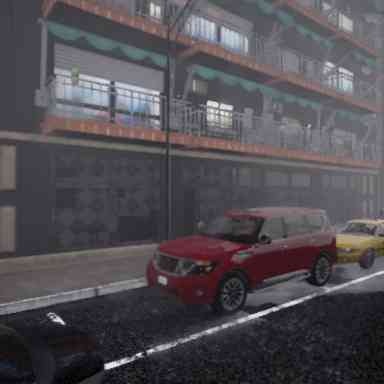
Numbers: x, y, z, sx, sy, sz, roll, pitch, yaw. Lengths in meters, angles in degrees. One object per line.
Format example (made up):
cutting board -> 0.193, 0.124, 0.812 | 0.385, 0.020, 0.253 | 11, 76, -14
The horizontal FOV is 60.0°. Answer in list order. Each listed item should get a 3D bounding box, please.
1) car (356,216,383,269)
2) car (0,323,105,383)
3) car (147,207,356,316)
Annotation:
car -> 5.787, 1.507, 11.116 | 4.829, 1.417, 1.752 | 0, 1, -38
car -> -2.680, 1.531, 1.212 | 4.892, 1.490, 1.837 | 0, 0, -38
car -> 1.446, 1.323, 7.768 | 5.009, 1.841, 2.192 | 0, 1, -38
